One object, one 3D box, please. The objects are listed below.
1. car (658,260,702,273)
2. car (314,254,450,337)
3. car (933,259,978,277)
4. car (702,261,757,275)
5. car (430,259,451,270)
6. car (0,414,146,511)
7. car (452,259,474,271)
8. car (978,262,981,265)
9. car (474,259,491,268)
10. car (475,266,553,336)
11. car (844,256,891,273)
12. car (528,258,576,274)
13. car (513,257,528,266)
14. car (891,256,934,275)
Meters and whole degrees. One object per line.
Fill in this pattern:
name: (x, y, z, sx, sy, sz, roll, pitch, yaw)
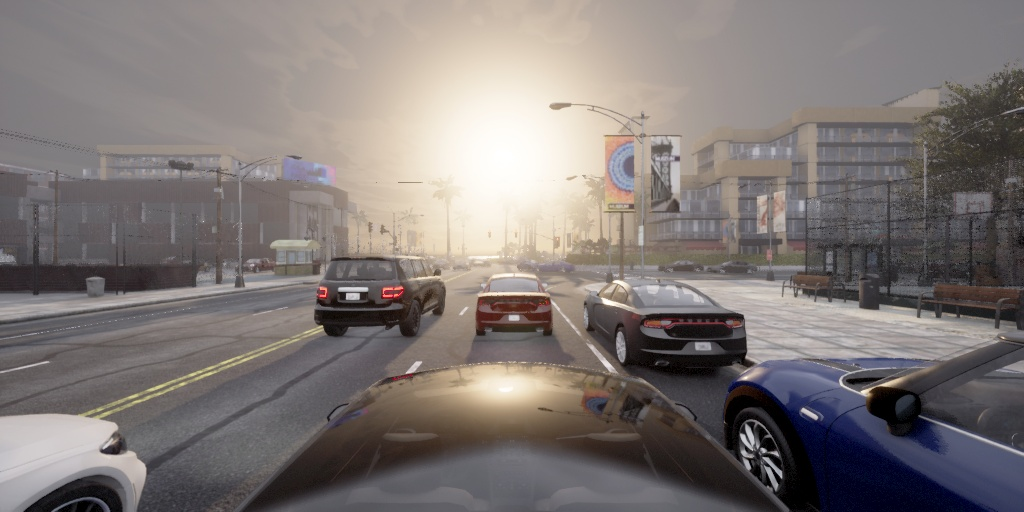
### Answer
car: (19.813, 1.228, 42.146, 5.008, 1.535, 1.882, 0, 0, 0)
car: (-3.437, 0.971, 10.475, 2.150, 2.045, 5.566, 0, 0, 0)
car: (45.182, 1.255, 35.271, 4.892, 1.490, 1.837, 0, 0, -1)
car: (23.688, 1.254, 38.678, 4.892, 1.490, 1.837, 0, 0, 0)
car: (-10.347, 1.254, 52.258, 1.837, 1.490, 4.892, 0, 0, 2)
car: (-3.410, 1.276, 0.446, 1.812, 1.442, 4.674, 0, 0, 0)
car: (-6.932, 1.314, 49.612, 1.994, 1.385, 4.181, 0, 0, 2)
car: (45.183, 1.102, 31.771, 4.553, 1.767, 2.097, 0, 0, -1)
car: (-5.349, 1.297, 63.930, 2.033, 1.411, 5.357, 0, 0, 15)
car: (0.064, 1.228, 10.461, 1.882, 1.535, 5.008, 0, 0, 0)
car: (42.559, 0.975, 42.270, 5.566, 2.045, 2.150, 0, 0, 0)
car: (4.794, 1.228, 40.993, 5.008, 1.535, 1.882, 0, 1, 27)
car: (2.372, 1.276, 49.119, 1.812, 1.442, 4.674, -1, 0, -29)
car: (44.696, 1.100, 38.772, 4.553, 1.767, 2.097, 0, 0, 0)
